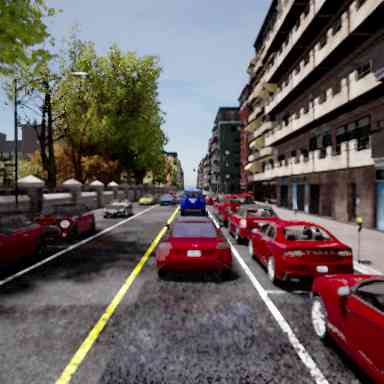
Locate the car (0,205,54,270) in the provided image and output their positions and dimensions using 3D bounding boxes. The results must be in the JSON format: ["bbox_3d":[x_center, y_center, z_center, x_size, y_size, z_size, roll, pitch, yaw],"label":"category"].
[{"bbox_3d":[-5.693,1.318,9.092,1.967,1.590,4.097,0,1,0],"label":"car"}]

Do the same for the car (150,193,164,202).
[{"bbox_3d":[-5.698,0.828,53.961,1.752,1.417,4.829,0,1,0],"label":"car"}]

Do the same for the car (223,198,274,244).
[{"bbox_3d":[2.687,1.244,14.722,1.967,1.590,4.097,0,1,0],"label":"car"}]

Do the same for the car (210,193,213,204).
[{"bbox_3d":[2.686,1.096,25.982,1.967,1.590,4.097,0,1,0],"label":"car"}]

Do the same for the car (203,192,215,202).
[{"bbox_3d":[2.682,0.823,54.303,1.752,1.417,4.829,0,1,0],"label":"car"}]

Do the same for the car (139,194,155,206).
[{"bbox_3d":[-5.696,0.967,42.701,1.752,1.417,4.829,0,1,0],"label":"car"}]

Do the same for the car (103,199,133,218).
[{"bbox_3d":[-5.694,1.207,25.982,2.008,1.369,4.403,0,1,0],"label":"car"}]

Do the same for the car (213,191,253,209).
[{"bbox_3d":[2.686,1.045,20.350,2.192,1.841,5.009,0,1,0],"label":"car"}]

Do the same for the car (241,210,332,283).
[{"bbox_3d":[2.688,1.422,9.095,1.887,1.381,4.507,0,1,0],"label":"car"}]

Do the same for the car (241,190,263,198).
[{"bbox_3d":[14.606,0.562,81.126,5.009,1.841,2.192,1,0,0],"label":"car"}]

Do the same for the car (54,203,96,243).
[{"bbox_3d":[-5.693,1.244,14.720,1.967,1.590,4.097,0,1,0],"label":"car"}]

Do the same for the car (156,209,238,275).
[{"bbox_3d":[0.063,1.429,10.043,1.994,1.385,4.181,0,1,0],"label":"car"}]

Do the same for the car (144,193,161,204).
[{"bbox_3d":[-5.697,0.920,48.501,2.008,1.369,4.403,0,1,0],"label":"car"}]

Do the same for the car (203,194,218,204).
[{"bbox_3d":[2.684,0.935,48.503,1.947,1.339,4.313,0,1,0],"label":"car"}]

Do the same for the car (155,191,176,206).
[{"bbox_3d":[-3.102,0.995,42.276,2.033,1.411,5.357,0,1,0],"label":"car"}]

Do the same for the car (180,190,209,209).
[{"bbox_3d":[0.083,0.832,29.417,2.150,2.045,5.566,0,1,0],"label":"car"}]

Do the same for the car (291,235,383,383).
[{"bbox_3d":[2.689,1.497,3.465,1.887,1.381,4.507,0,1,0],"label":"car"}]
